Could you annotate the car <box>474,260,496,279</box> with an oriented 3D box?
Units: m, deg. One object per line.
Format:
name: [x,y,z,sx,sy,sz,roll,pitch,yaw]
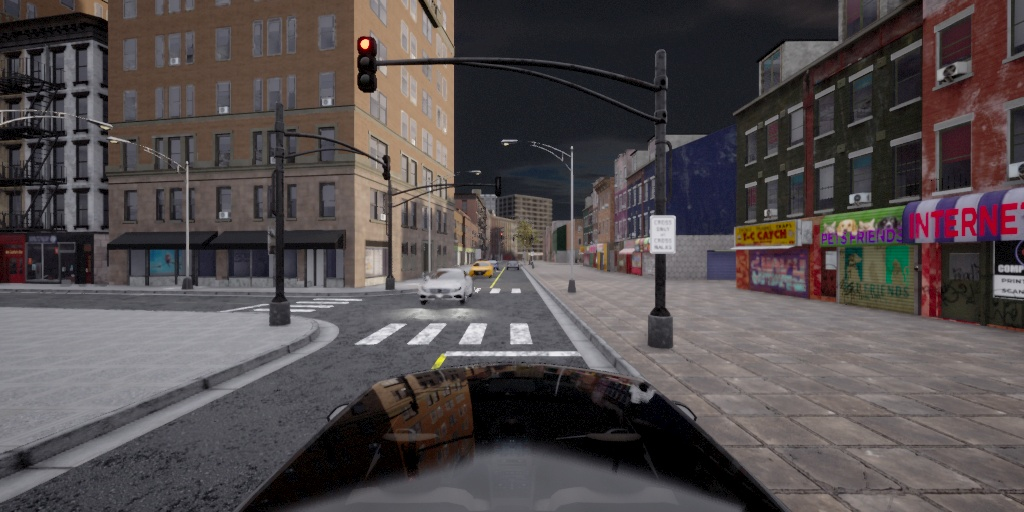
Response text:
car: [-2.775,1.232,33.407,1.882,1.535,5.008,0,0,0]

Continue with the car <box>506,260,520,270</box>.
car: [0.120,1.310,52.780,2.033,1.411,5.357,0,0,0]

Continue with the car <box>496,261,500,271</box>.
car: [-2.731,1.286,49.061,1.812,1.442,4.674,0,0,0]

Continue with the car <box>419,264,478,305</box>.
car: [-2.819,1.280,16.297,1.812,1.442,4.674,0,0,0]
